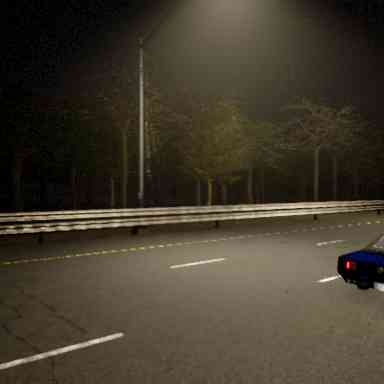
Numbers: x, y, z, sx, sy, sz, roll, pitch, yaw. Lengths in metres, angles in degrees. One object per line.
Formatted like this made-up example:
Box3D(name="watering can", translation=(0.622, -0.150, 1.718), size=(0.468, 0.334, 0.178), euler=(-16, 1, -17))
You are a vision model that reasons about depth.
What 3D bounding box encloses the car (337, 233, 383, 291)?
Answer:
Box3D(name="car", translation=(5.553, 1.584, 7.828), size=(4.718, 1.301, 1.895), euler=(0, 0, -35))
